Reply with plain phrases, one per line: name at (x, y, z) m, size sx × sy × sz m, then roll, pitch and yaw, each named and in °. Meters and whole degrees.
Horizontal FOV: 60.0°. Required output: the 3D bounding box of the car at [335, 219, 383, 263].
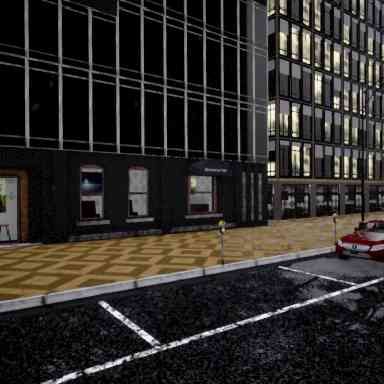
car at (6.595, 1.580, 11.242) m, size 4.206 × 1.307 × 1.802 m, roll 0°, pitch 0°, yaw -35°
